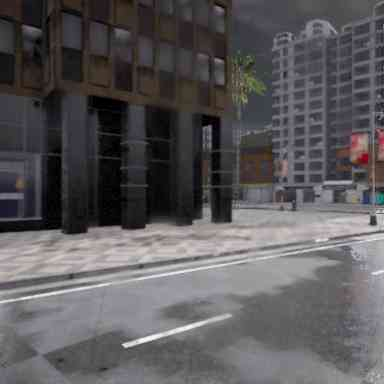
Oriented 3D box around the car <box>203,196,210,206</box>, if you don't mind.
[{"bbox_3d":[0.088,1.408,52.519,4.674,1.442,1.812,0,0,43],"label":"car"}]
